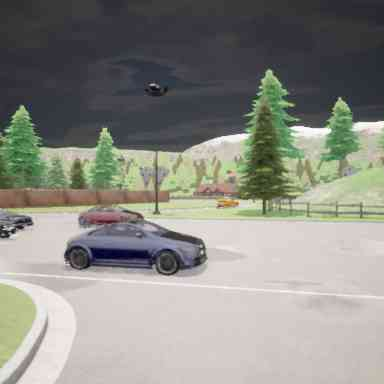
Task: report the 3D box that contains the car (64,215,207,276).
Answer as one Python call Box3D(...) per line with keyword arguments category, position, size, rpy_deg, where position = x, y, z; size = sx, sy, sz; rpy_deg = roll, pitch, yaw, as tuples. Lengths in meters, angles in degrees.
Box3D(category="car", position=(-1.664, 1.564, 10.073), size=(4.181, 1.385, 1.994), rpy_deg=(0, 0, 13))

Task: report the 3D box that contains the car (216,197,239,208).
Box3D(category="car", position=(5.198, 1.474, 47.840), size=(1.882, 1.535, 5.008), rpy_deg=(1, 0, 28))

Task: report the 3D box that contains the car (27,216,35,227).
Box3D(category="car", position=(-12.167, 1.548, 19.702), size=(5.357, 1.411, 2.033), rpy_deg=(0, 0, 13))

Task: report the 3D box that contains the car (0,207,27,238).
Box3D(category="car", position=(-10.733, 1.507, 15.775), size=(4.892, 1.490, 1.837), rpy_deg=(0, 0, 13))

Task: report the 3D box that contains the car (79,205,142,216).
Box3D(category="car", position=(-5.263, 1.563, 21.690), size=(4.181, 1.385, 1.994), rpy_deg=(0, 0, 13))
